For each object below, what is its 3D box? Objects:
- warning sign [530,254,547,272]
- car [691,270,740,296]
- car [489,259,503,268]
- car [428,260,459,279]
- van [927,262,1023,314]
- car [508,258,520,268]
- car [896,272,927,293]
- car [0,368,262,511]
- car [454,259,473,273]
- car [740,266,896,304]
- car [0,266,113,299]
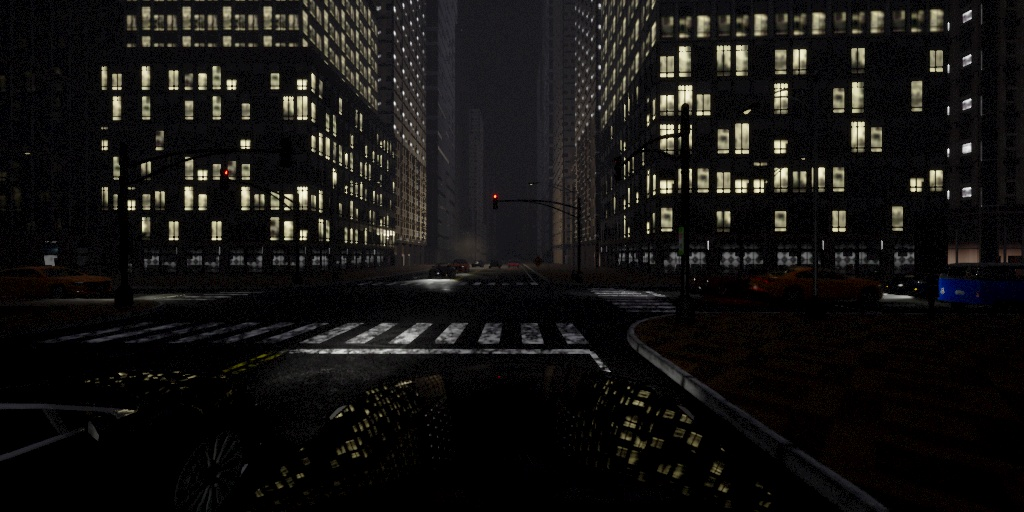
[{"bbox_3d":[3.024,0.913,41.409,1.300,1.860,1.060,0,0,0],"label":"warning sign"},{"bbox_3d":[12.182,1.370,18.966,4.718,1.301,1.895,0,0,2],"label":"car"},{"bbox_3d":[-2.888,1.360,61.766,1.837,1.490,4.892,0,-1,1],"label":"car"},{"bbox_3d":[-6.461,1.345,33.417,1.994,1.385,4.181,0,0,0],"label":"car"},{"bbox_3d":[18.407,1.120,13.182,3.998,1.789,1.690,0,0,2],"label":"van"},{"bbox_3d":[0.276,1.468,64.466,1.895,1.301,4.718,0,0,0],"label":"car"},{"bbox_3d":[22.206,1.340,18.549,4.181,1.385,1.994,0,0,3],"label":"car"},{"bbox_3d":[-3.154,1.241,1.219,2.128,1.511,4.902,0,0,0],"label":"car"},{"bbox_3d":[-6.416,1.154,43.541,2.097,1.767,4.553,0,0,0],"label":"car"},{"bbox_3d":[13.485,1.250,16.078,5.008,1.535,1.882,0,0,4],"label":"car"},{"bbox_3d":[-22.317,1.237,17.243,5.008,1.535,1.882,0,0,0],"label":"car"}]
